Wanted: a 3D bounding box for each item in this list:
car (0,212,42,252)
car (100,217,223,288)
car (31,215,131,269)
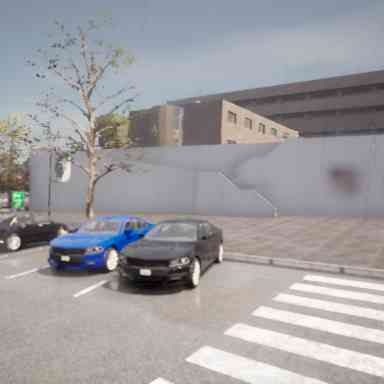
[{"bbox_3d":[-7.555,1.670,14.907,2.231,1.521,4.892,-1,-1,17],"label":"car"},{"bbox_3d":[-0.346,1.542,9.730,2.097,1.535,5.008,0,-1,16],"label":"car"},{"bbox_3d":[-2.756,1.582,11.453,2.097,1.535,5.008,0,-1,16],"label":"car"}]
